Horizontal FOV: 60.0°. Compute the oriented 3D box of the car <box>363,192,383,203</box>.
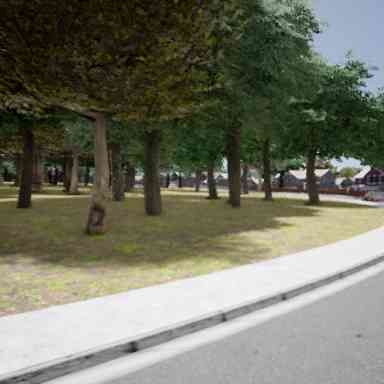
[{"bbox_3d":[30.776,0.853,56.276,2.097,1.767,4.553,0,1,9],"label":"car"}]
